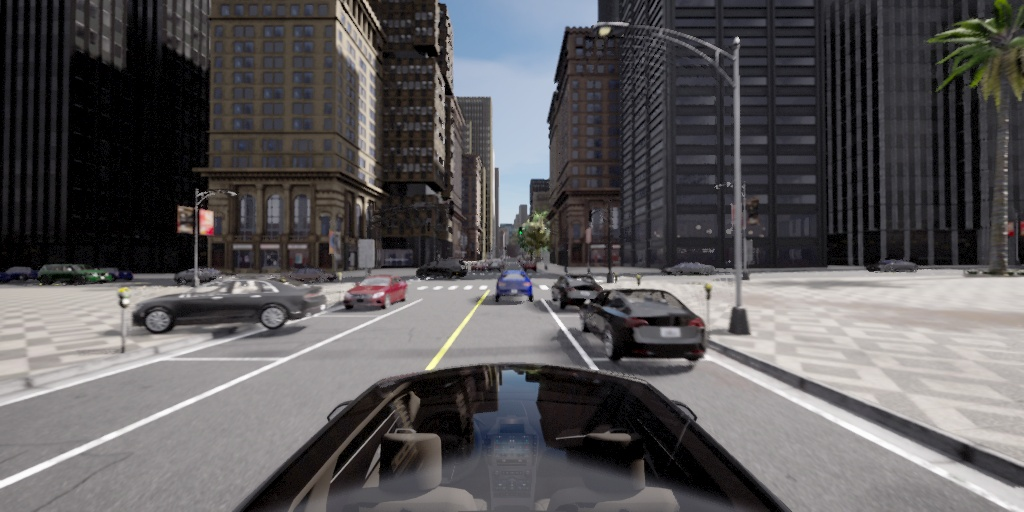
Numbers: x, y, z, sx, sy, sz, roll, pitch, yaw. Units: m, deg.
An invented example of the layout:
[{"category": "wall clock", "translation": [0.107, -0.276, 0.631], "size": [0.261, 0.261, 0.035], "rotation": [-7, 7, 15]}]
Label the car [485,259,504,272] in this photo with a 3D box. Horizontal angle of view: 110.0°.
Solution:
[{"category": "car", "translation": [-2.800, 1.742, 57.808], "size": [1.882, 1.535, 5.008], "rotation": [0, 0, 1]}]

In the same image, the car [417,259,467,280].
[{"category": "car", "translation": [-7.453, 1.389, 37.898], "size": [5.566, 2.045, 2.150], "rotation": [-1, -2, 26]}]

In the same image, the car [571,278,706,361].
[{"category": "car", "translation": [2.764, 1.390, 8.334], "size": [1.948, 1.339, 4.313], "rotation": [0, 0, 0]}]

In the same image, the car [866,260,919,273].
[{"category": "car", "translation": [40.761, 1.076, 38.517], "size": [4.181, 1.385, 1.994], "rotation": [-1, -1, 0]}]

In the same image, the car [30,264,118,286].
[{"category": "car", "translation": [-43.093, 1.818, 35.359], "size": [5.566, 2.045, 2.150], "rotation": [-1, -1, 0]}]

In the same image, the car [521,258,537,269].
[{"category": "car", "translation": [3.022, 1.588, 59.020], "size": [2.192, 1.841, 5.009], "rotation": [0, 0, 0]}]

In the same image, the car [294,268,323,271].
[{"category": "car", "translation": [-19.785, 1.875, 35.263], "size": [5.357, 1.411, 2.033], "rotation": [-1, -1, 0]}]

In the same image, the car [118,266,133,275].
[{"category": "car", "translation": [-47.341, 2.090, 41.943], "size": [4.553, 1.767, 2.097], "rotation": [-1, -1, 0]}]

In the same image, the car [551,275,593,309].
[{"category": "car", "translation": [2.764, 1.467, 15.699], "size": [1.948, 1.339, 4.313], "rotation": [0, 0, 0]}]

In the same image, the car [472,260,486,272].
[{"category": "car", "translation": [-5.503, 1.819, 59.073], "size": [1.888, 1.381, 4.507], "rotation": [0, 0, 0]}]

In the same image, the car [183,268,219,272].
[{"category": "car", "translation": [-27.299, 1.859, 32.036], "size": [4.902, 1.511, 2.128], "rotation": [-1, -1, 0]}]

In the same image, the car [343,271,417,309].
[{"category": "car", "translation": [-5.761, 1.483, 15.705], "size": [1.802, 1.307, 4.207], "rotation": [0, 0, 0]}]

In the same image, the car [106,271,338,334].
[{"category": "car", "translation": [-7.490, 1.227, 9.788], "size": [4.403, 1.370, 2.007], "rotation": [0, 0, -9]}]

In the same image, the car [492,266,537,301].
[{"category": "car", "translation": [0.096, 1.456, 18.554], "size": [1.812, 1.442, 4.674], "rotation": [0, -1, 0]}]

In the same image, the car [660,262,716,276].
[{"category": "car", "translation": [18.906, 1.396, 38.604], "size": [5.357, 1.411, 2.033], "rotation": [-1, -1, 0]}]
